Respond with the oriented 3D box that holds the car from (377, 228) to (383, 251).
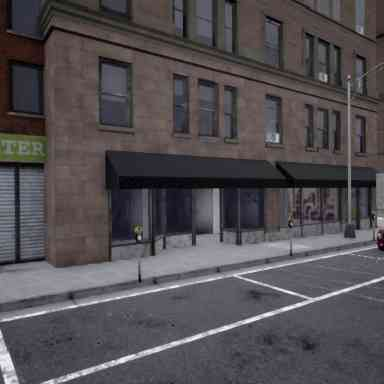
[{"bbox_3d":[8.899,1.541,12.894,4.507,1.381,1.887,0,-1,-36],"label":"car"}]
